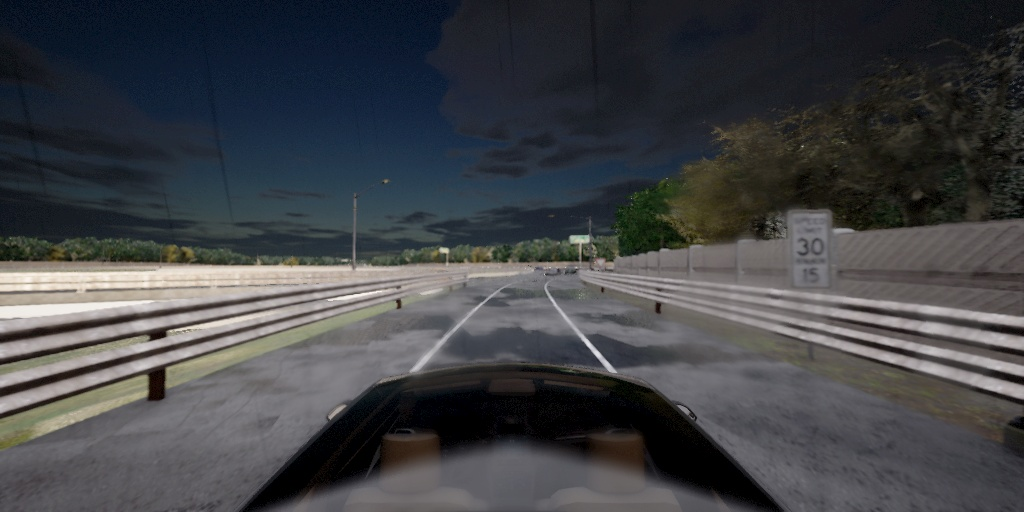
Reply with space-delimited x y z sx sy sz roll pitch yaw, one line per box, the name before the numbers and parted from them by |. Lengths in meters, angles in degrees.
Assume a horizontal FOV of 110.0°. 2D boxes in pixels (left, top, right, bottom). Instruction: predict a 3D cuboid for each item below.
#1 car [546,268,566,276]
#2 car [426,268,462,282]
car | 7.386 2.814 62.211 1.994 1.385 4.181 -1 -2 24
car | -7.407 2.067 37.957 1.882 1.535 5.008 -1 -2 39
